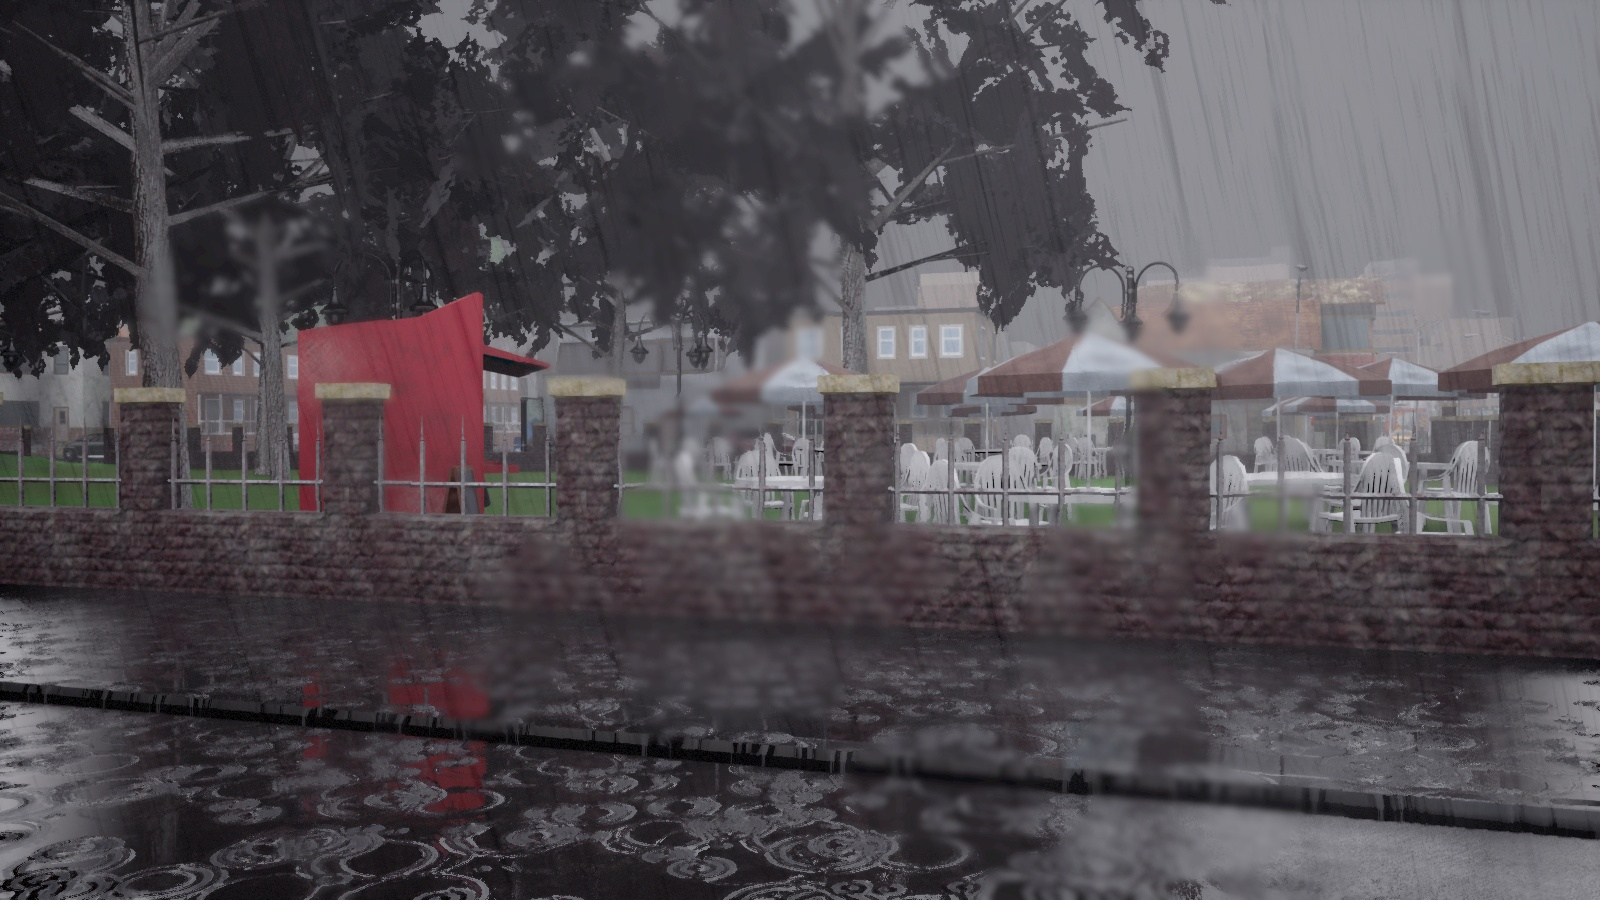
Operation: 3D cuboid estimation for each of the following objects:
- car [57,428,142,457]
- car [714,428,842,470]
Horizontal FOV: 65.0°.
[{"bbox_3d":[-38.424,-0.443,68.928,3.705,1.549,1.789,0,1,2],"label":"car"},{"bbox_3d":[-0.897,-0.076,51.773,4.856,1.649,2.033,1,1,19],"label":"car"}]
